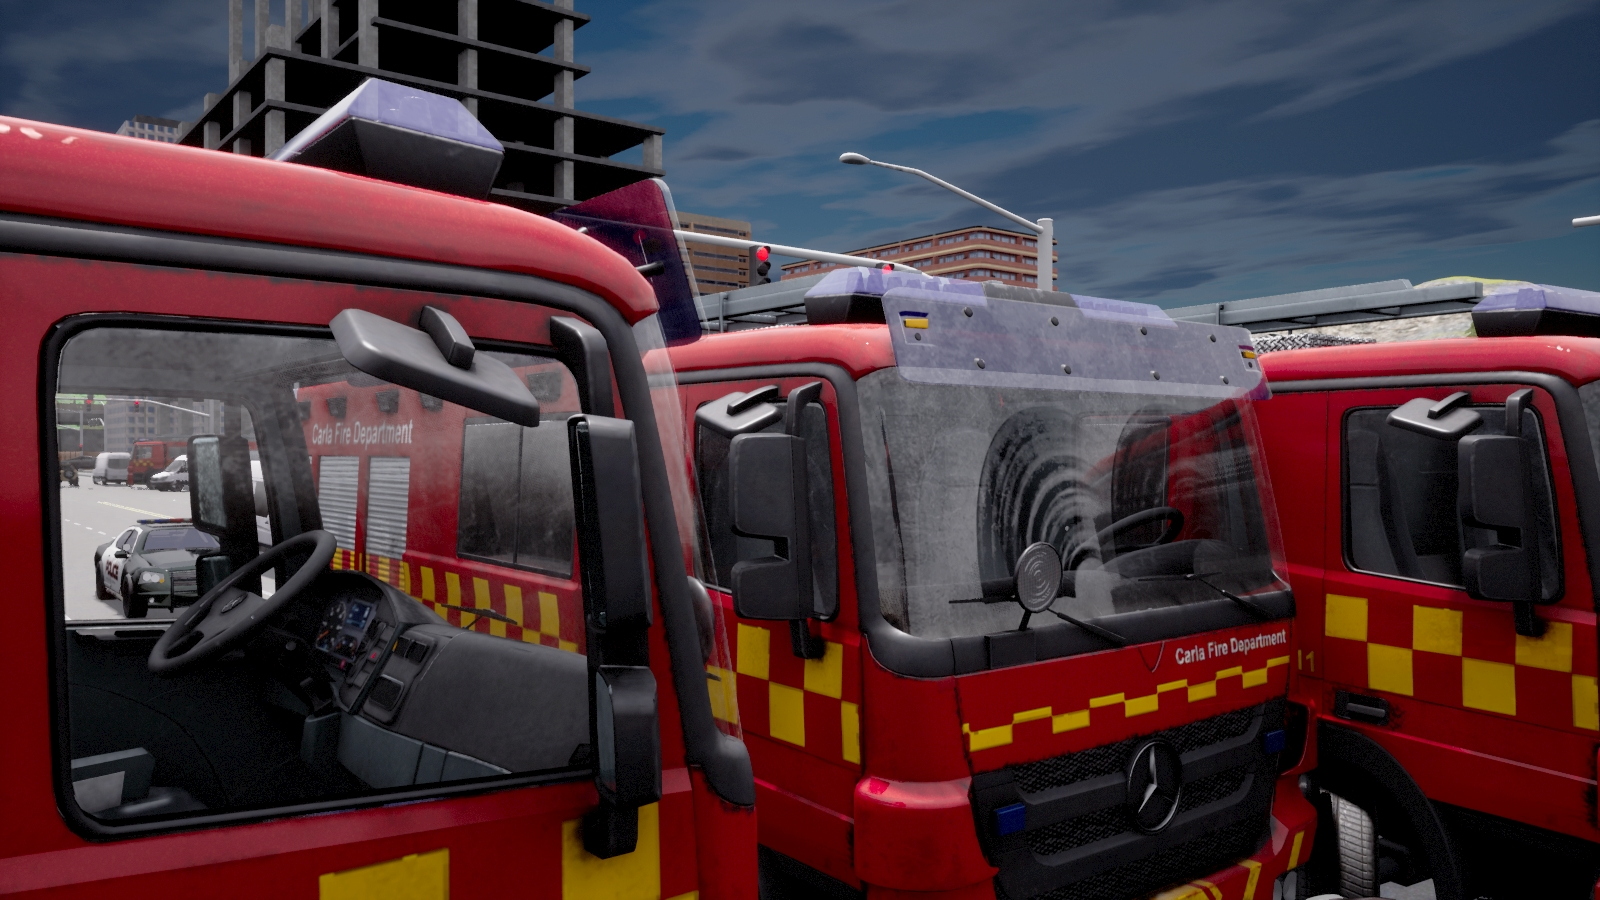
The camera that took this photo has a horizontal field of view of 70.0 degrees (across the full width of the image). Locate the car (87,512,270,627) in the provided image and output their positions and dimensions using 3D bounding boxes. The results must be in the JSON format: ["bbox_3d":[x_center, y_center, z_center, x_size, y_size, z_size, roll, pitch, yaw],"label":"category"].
[{"bbox_3d":[-11.386,2.037,20.746,2.038,1.542,4.974,0,0,-39],"label":"car"}]

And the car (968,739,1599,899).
[{"bbox_3d":[2.437,2.065,3.109,1.970,1.475,3.806,0,0,-30],"label":"car"}]

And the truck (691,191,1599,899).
[{"bbox_3d":[2.348,0.890,8.605,2.891,3.827,8.468,0,0,-31],"label":"truck"}]

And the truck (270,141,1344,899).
[{"bbox_3d":[-1.099,0.890,8.003,2.891,3.827,8.468,0,0,-38],"label":"truck"}]
